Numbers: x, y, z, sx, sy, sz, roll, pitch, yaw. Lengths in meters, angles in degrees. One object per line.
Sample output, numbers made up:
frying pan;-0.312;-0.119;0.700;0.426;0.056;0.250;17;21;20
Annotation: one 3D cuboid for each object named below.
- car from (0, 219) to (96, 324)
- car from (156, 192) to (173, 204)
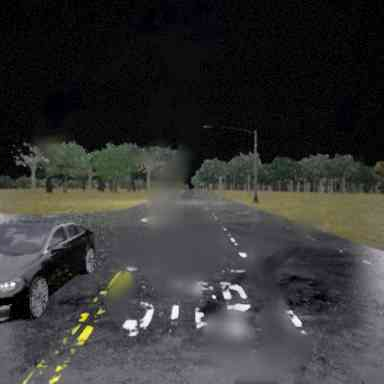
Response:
car;-3.504;1.397;7.164;2.128;1.511;4.902;0;1;0
car;-3.599;0.816;43.718;1.837;1.490;4.892;0;1;0
